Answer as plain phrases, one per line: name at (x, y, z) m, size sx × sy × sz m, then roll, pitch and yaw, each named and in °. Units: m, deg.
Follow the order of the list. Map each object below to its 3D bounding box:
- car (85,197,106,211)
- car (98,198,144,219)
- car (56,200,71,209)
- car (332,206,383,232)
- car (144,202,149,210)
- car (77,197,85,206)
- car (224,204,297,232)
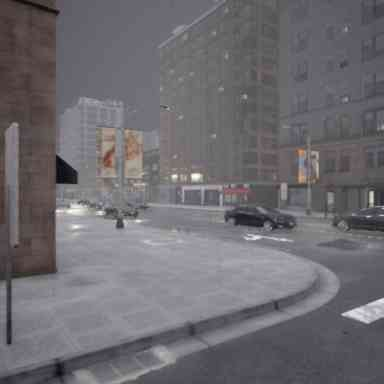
car at (-11.665, 1.434, 42.727) m, size 2.097 × 1.767 × 4.553 m, roll 0°, pitch 0°, yaw -35°
car at (-6.434, 1.559, 29.773) m, size 1.837 × 1.490 × 4.892 m, roll 0°, pitch 0°, yaw -36°
car at (-18.666, 1.712, 47.038) m, size 1.895 × 1.301 × 4.718 m, roll 0°, pitch 0°, yaw -36°
car at (10.126, 1.520, 18.138) m, size 1.837 × 1.490 × 4.892 m, roll 0°, pitch 0°, yaw -36°
car at (-7.512, 1.621, 42.790) m, size 2.033 × 1.411 × 5.357 m, roll 0°, pitch 0°, yaw -36°
car at (-18.713, 1.601, 58.447) m, size 1.882 × 1.535 × 5.008 m, roll 0°, pitch 0°, yaw -35°
car at (4.110, 1.504, 20.617) m, size 1.882 × 1.535 × 5.008 m, roll 0°, pitch 0°, yaw -36°
